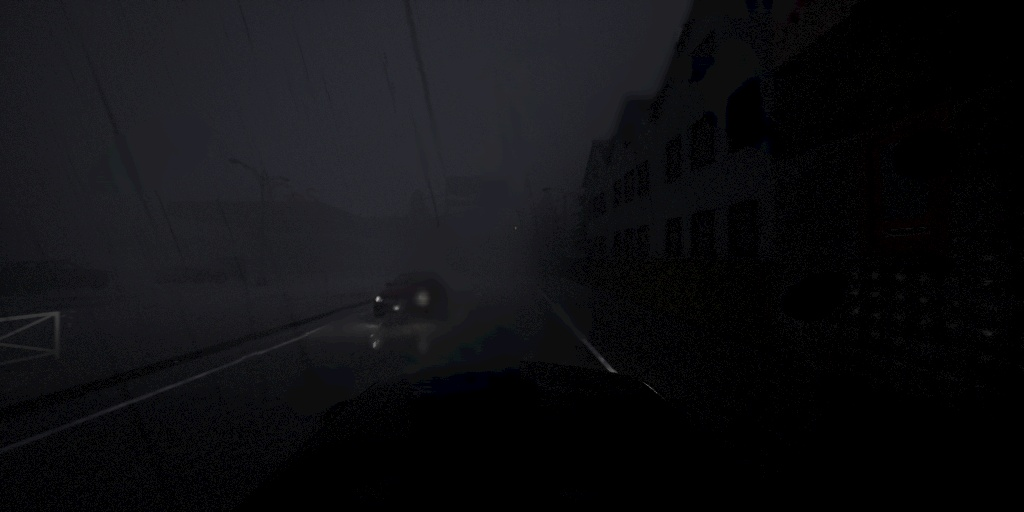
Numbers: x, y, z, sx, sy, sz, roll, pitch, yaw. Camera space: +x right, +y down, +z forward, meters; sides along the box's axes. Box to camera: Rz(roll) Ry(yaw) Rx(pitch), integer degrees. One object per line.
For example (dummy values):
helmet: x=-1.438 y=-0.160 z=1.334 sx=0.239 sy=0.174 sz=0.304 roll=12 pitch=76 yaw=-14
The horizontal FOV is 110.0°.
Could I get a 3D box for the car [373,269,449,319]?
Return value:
car: x=-3.502 y=1.326 z=13.254 sx=1.812 sy=1.442 sz=4.674 roll=0 pitch=0 yaw=0
